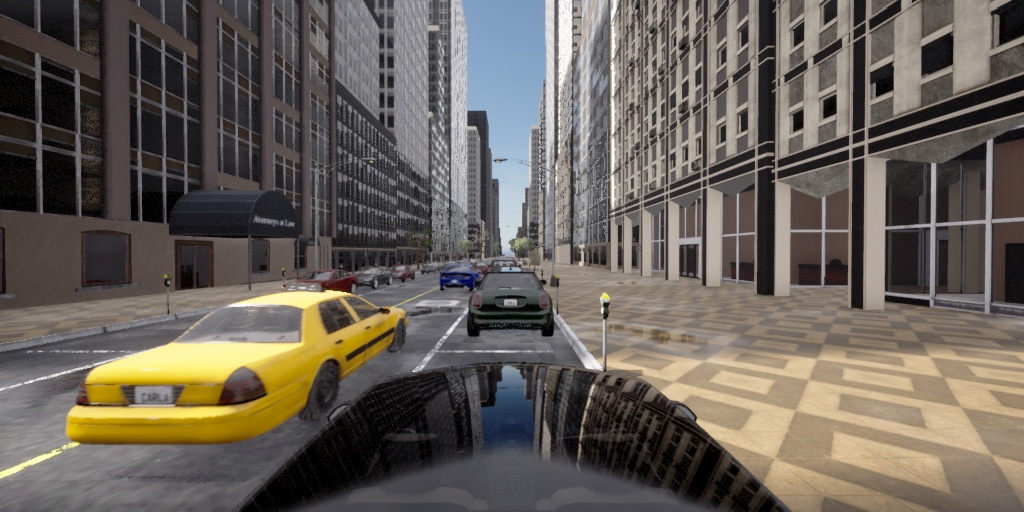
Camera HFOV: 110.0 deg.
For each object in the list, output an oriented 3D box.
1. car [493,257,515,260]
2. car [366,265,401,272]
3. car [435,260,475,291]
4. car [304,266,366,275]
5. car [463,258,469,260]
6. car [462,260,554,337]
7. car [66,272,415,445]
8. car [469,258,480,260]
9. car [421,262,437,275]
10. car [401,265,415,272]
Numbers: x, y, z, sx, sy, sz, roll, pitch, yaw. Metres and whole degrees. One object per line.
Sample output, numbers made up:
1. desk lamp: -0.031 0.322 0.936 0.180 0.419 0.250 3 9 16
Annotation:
1. car: -0.457 1.061 22.523 2.192 1.841 5.009 0 0 0
2. car: -8.838 1.297 22.523 2.007 1.370 4.403 0 0 0
3. car: -3.089 1.224 21.893 1.882 1.535 5.008 0 0 0
4. car: -8.837 1.292 16.839 1.888 1.381 4.507 0 0 0
5. car: -6.169 1.289 46.681 2.033 1.411 5.357 0 0 1
6. car: -0.033 1.101 10.471 2.097 1.767 4.553 0 0 0
7. car: -3.147 1.204 5.713 1.801 1.575 5.366 0 0 0
8. car: -3.095 1.269 36.483 1.812 1.442 4.674 0 0 0
9. car: -8.837 1.293 39.574 2.007 1.370 4.403 0 0 0
10. car: -8.837 1.327 28.206 1.802 1.307 4.207 0 0 0
